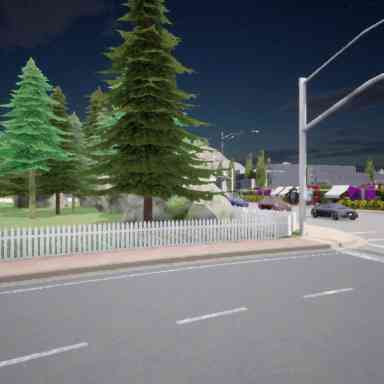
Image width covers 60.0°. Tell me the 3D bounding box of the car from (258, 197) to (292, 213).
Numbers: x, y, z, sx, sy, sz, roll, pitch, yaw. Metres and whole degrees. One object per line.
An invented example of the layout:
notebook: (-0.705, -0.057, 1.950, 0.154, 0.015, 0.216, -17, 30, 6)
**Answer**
car: (9.312, 1.407, 37.707, 2.097, 1.767, 4.553, 0, 0, -16)

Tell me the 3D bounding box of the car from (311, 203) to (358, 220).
car: (12.066, 1.619, 28.416, 1.994, 1.385, 4.181, 0, 0, -16)

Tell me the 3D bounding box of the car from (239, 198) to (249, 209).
car: (6.382, 1.532, 47.601, 1.882, 1.535, 5.008, 0, 0, -17)
